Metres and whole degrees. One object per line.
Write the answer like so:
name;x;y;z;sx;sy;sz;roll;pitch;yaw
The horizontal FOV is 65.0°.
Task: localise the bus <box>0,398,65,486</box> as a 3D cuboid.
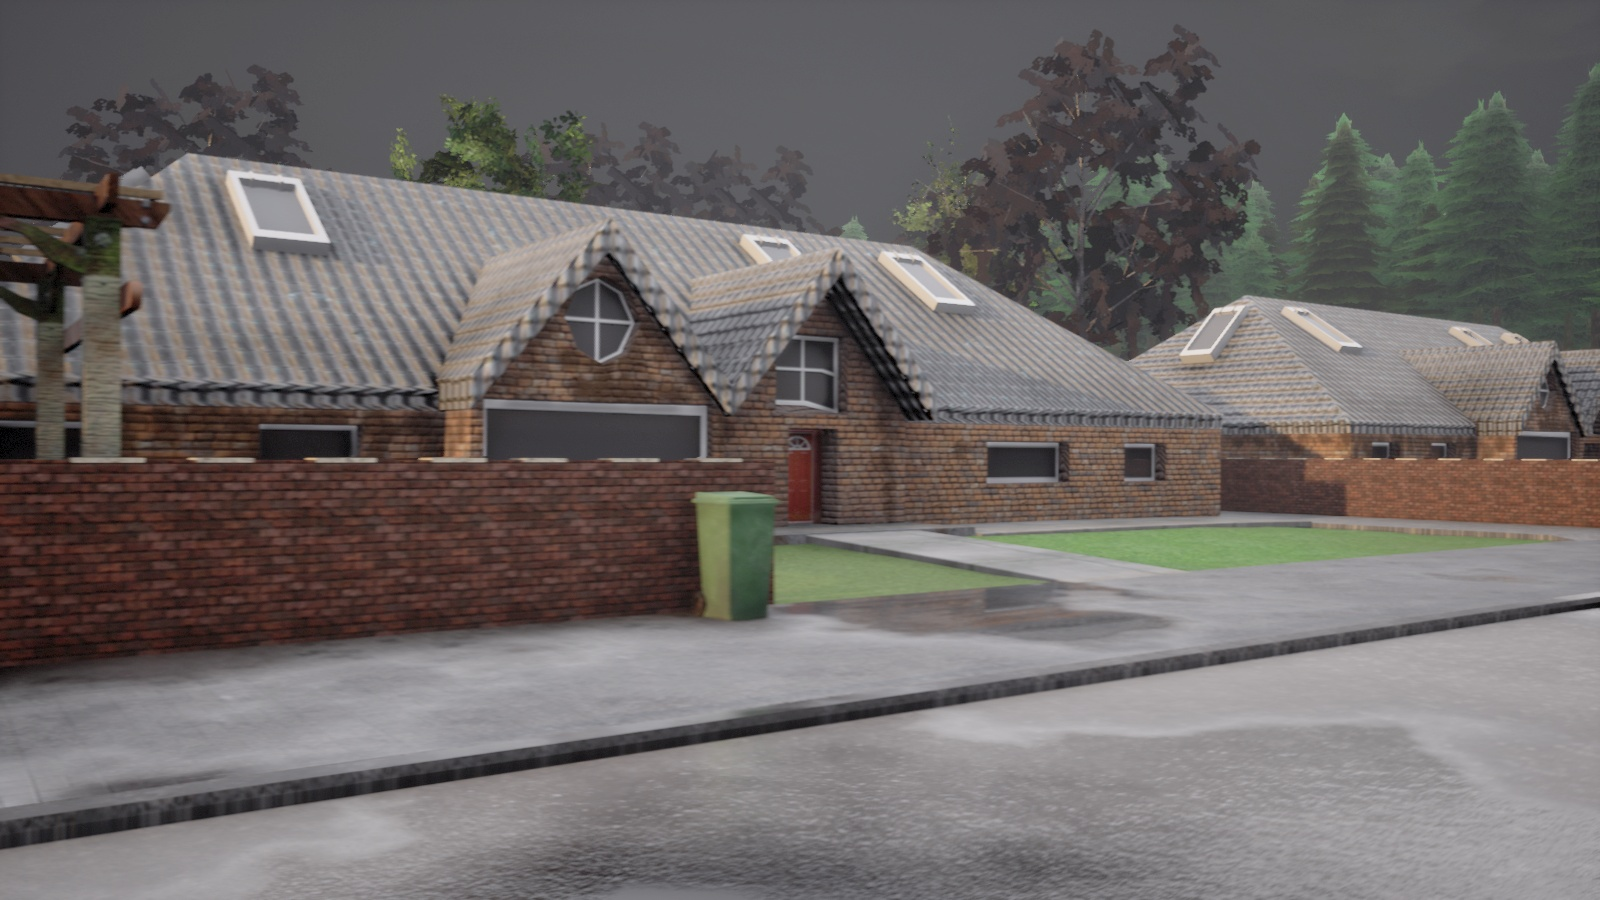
bus;-41.609;-0.391;60.602;10.273;4.253;3.944;0;0;-35
